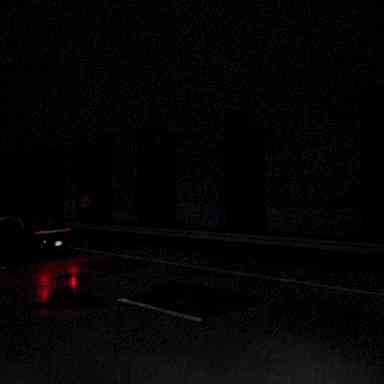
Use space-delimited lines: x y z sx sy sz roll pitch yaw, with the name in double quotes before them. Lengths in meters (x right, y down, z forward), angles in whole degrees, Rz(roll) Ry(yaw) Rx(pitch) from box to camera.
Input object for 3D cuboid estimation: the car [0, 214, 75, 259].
"car" -6.687 1.624 13.247 4.902 1.511 2.128 -1 0 37
